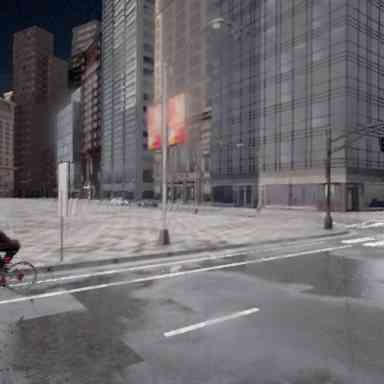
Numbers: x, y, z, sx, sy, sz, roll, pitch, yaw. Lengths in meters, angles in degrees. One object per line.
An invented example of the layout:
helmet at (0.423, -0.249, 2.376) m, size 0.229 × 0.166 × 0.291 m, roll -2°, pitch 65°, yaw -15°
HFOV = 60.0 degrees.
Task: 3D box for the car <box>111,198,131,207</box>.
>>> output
car at (-12.731, 1.799, 58.142) m, size 1.812 × 1.442 × 4.674 m, roll 1°, pitch 0°, yaw -35°

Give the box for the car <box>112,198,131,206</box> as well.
car at (-13.662, 1.914, 64.660) m, size 1.895 × 1.301 × 4.718 m, roll 1°, pitch 0°, yaw -35°

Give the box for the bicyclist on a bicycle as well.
bicyclist on a bicycle at (-4.281, 1.457, 7.265) m, size 1.656 × 1.620 × 0.582 m, roll 0°, pitch 0°, yaw -35°

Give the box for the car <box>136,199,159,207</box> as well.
car at (-7.579, 1.830, 56.087) m, size 2.033 × 1.411 × 5.357 m, roll 1°, pitch 0°, yaw -35°
